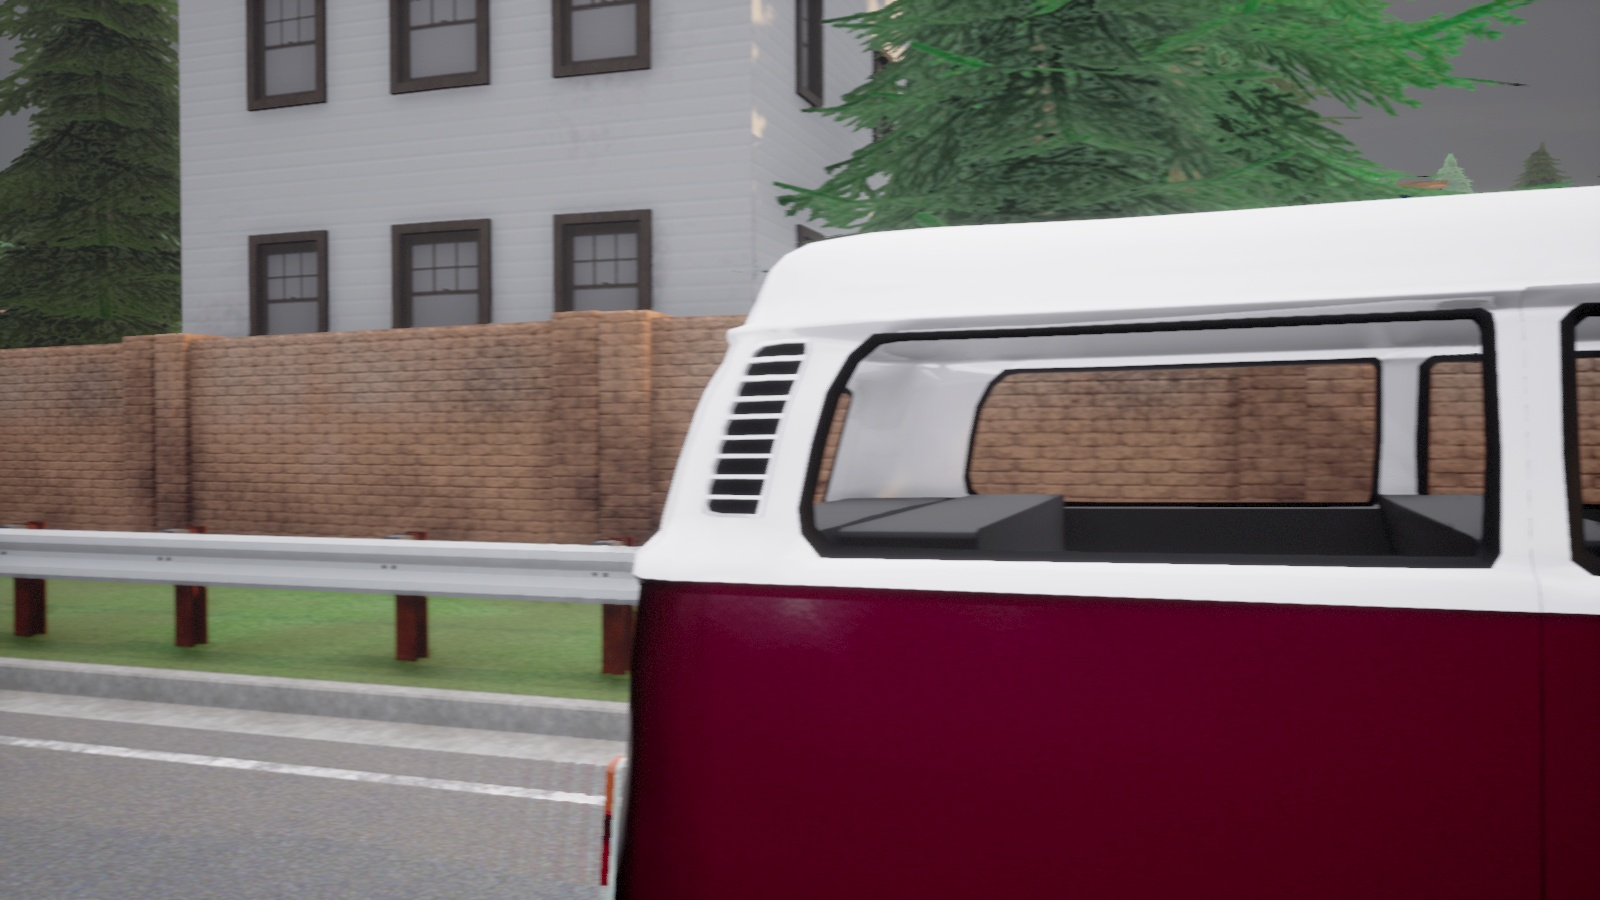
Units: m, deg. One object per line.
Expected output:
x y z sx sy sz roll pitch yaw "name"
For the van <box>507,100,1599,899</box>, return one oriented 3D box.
1.935 0.523 2.538 4.480 2.038 2.069 0 1 19 "van"
